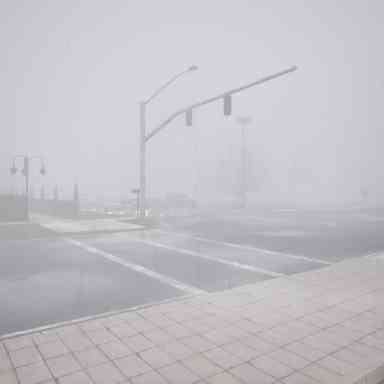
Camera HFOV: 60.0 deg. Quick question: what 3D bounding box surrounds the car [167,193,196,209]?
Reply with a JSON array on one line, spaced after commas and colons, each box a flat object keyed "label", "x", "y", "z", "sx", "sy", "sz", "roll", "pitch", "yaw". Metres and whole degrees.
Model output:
[{"label": "car", "x": -1.732, "y": 1.221, "z": 46.069, "sx": 2.150, "sy": 2.045, "sz": 5.566, "roll": 0, "pitch": 0, "yaw": -36}]

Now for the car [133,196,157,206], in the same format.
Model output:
[{"label": "car", "x": -7.718, "y": 1.505, "z": 54.276, "sx": 1.837, "sy": 1.490, "sz": 4.892, "roll": 0, "pitch": 0, "yaw": -36}]

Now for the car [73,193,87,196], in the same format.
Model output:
[{"label": "car", "x": -19.693, "y": 1.221, "z": 58.855, "sx": 2.150, "sy": 2.045, "sz": 5.566, "roll": 0, "pitch": 0, "yaw": -36}]

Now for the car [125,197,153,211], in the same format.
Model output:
[{"label": "car", "x": -7.496, "y": 1.547, "z": 42.092, "sx": 2.033, "sy": 1.411, "sz": 5.357, "roll": 0, "pitch": 0, "yaw": -36}]

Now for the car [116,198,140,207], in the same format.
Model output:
[{"label": "car", "x": -9.968, "y": 1.601, "z": 51.414, "sx": 1.895, "sy": 1.301, "sz": 4.718, "roll": 0, "pitch": 0, "yaw": -36}]

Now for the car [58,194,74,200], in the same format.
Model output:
[{"label": "car", "x": -21.594, "y": 1.505, "z": 55.508, "sx": 1.837, "sy": 1.490, "sz": 4.892, "roll": 0, "pitch": 0, "yaw": -36}]

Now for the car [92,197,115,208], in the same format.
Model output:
[{"label": "car", "x": -13.404, "y": 1.505, "z": 50.189, "sx": 1.837, "sy": 1.490, "sz": 4.892, "roll": 0, "pitch": 0, "yaw": -36}]

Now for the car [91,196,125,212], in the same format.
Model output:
[{"label": "car", "x": -10.077, "y": 1.526, "z": 39.694, "sx": 1.812, "sy": 1.442, "sz": 4.674, "roll": 0, "pitch": 0, "yaw": -36}]

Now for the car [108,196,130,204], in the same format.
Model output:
[{"label": "car", "x": -13.883, "y": 1.547, "z": 62.788, "sx": 2.033, "sy": 1.411, "sz": 5.357, "roll": 0, "pitch": 0, "yaw": -36}]

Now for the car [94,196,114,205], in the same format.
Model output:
[{"label": "car", "x": -15.814, "y": 1.505, "z": 59.472, "sx": 1.837, "sy": 1.490, "sz": 4.892, "roll": 0, "pitch": 0, "yaw": -36}]

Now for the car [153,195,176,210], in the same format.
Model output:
[{"label": "car", "x": -4.551, "y": 1.505, "z": 43.991, "sx": 1.837, "sy": 1.490, "sz": 4.892, "roll": 0, "pitch": 0, "yaw": -36}]

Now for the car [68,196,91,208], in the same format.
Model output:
[{"label": "car", "x": -15.484, "y": 1.601, "z": 47.099, "sx": 1.895, "sy": 1.301, "sz": 4.718, "roll": 0, "pitch": 0, "yaw": -36}]
